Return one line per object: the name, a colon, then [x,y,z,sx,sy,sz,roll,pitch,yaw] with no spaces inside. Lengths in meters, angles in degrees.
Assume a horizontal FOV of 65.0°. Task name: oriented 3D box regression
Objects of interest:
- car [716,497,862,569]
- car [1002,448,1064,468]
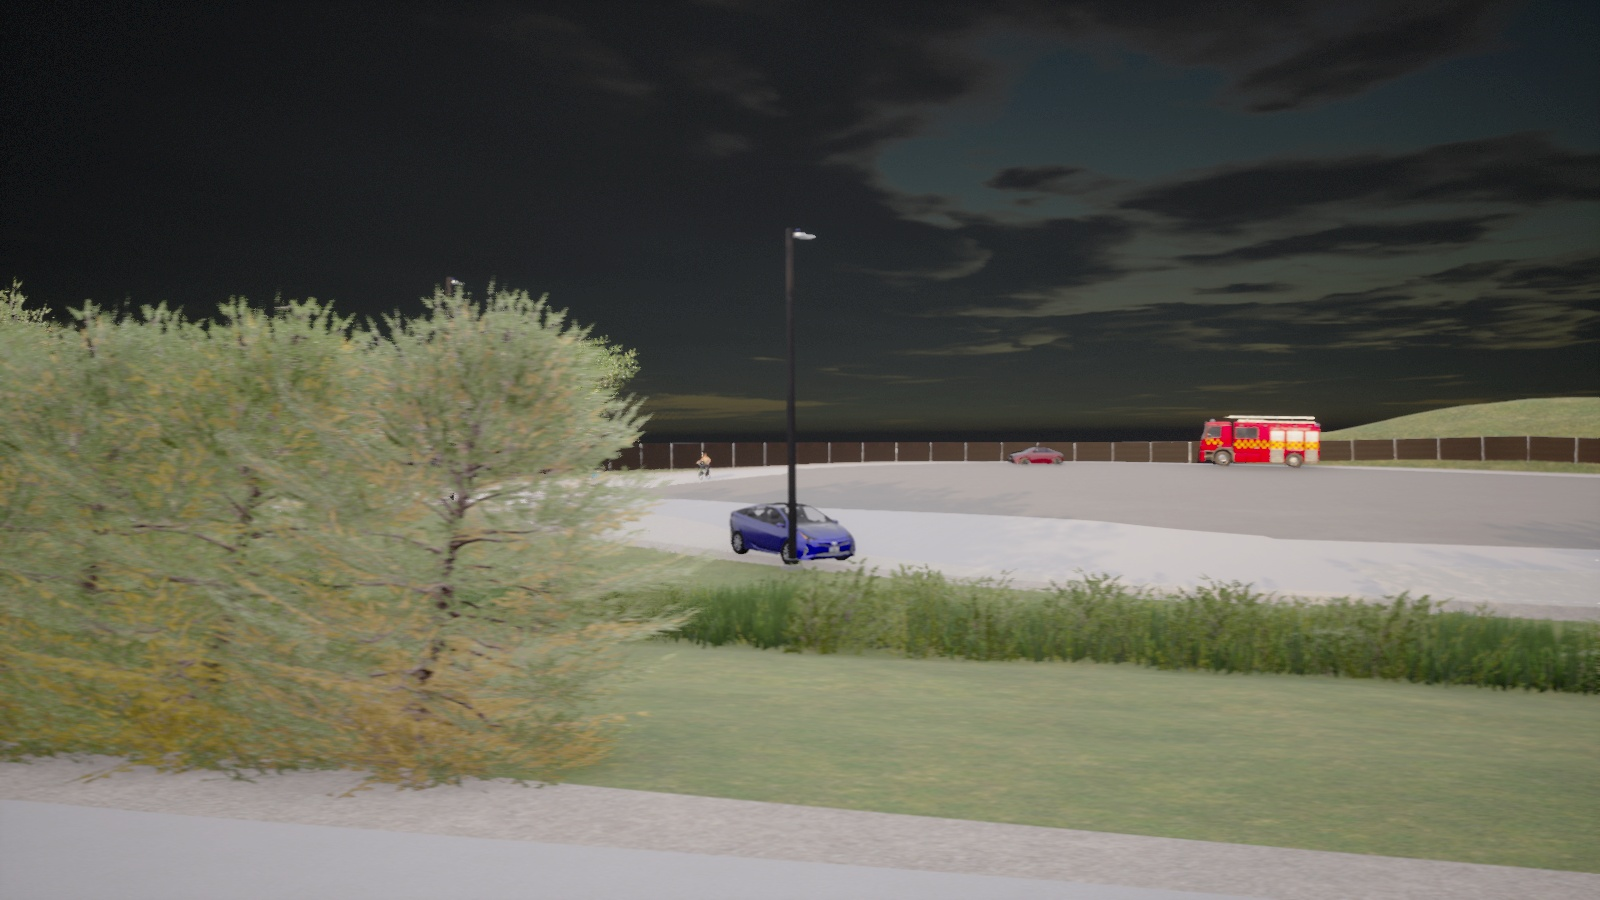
car: [-0.397,2.268,35.517,2.007,1.525,4.514,-1,3,-33]
car: [17.563,0.625,94.778,4.181,1.385,1.994,0,3,-11]
